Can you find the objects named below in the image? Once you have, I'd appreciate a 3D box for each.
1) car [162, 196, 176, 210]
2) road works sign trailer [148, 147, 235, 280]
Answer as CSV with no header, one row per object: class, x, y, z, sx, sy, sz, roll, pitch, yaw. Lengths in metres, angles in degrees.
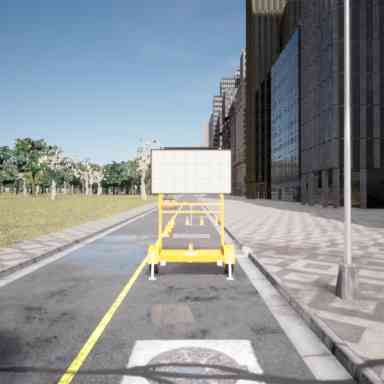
car,-3.188,1.367,44.063,2.097,1.767,4.553,0,0,0
road works sign trailer,-0.020,0.466,9.933,2.380,3.560,2.880,0,0,0
